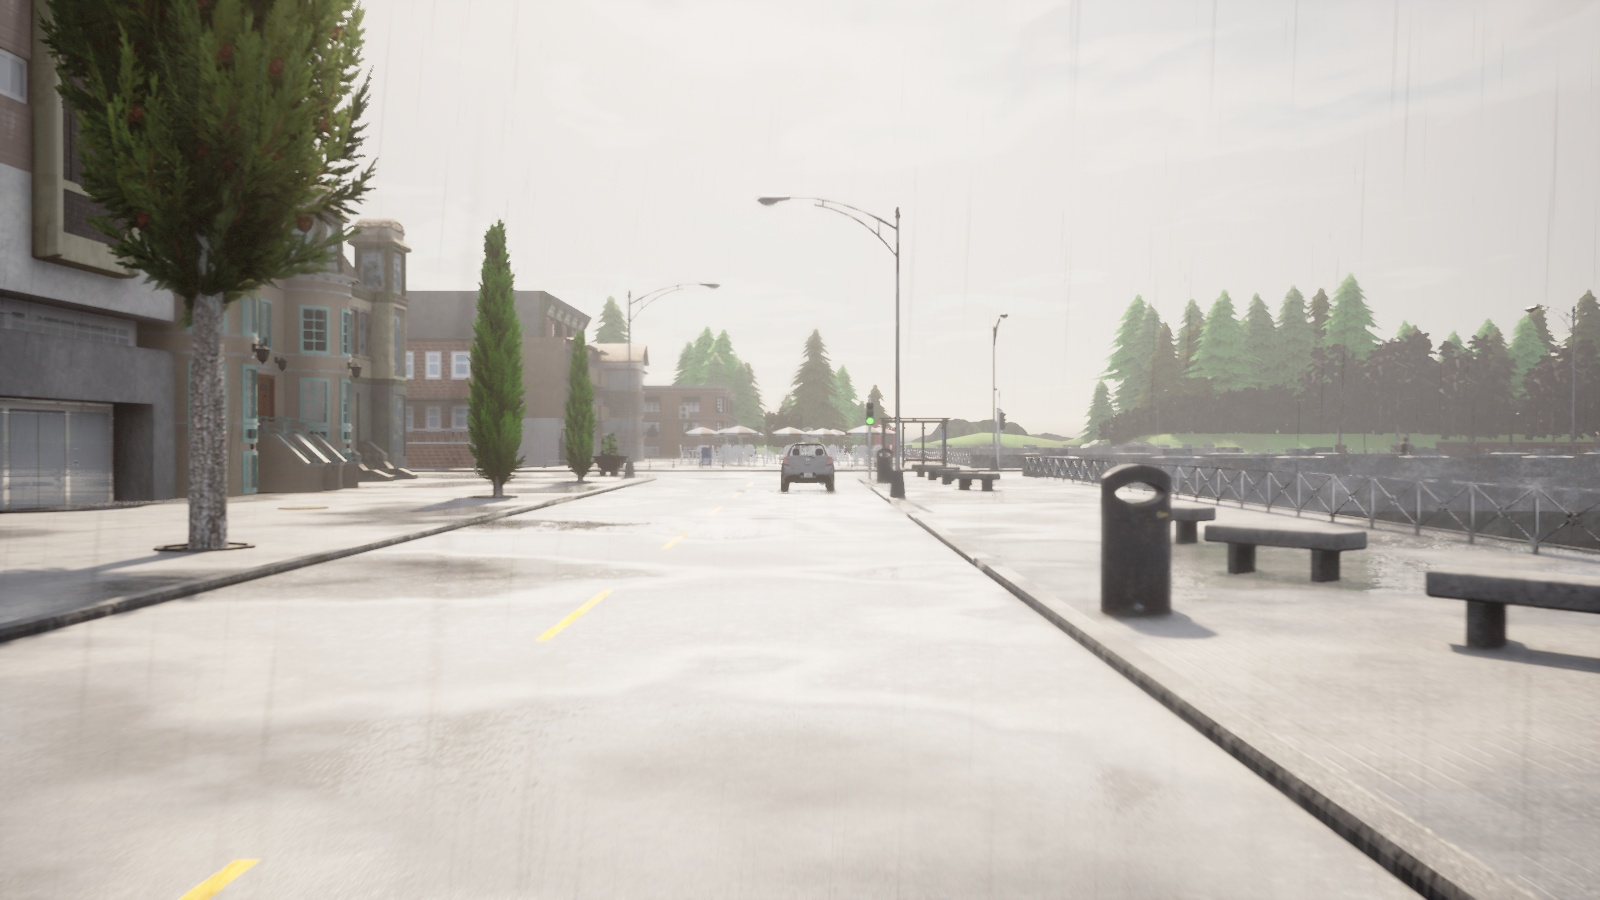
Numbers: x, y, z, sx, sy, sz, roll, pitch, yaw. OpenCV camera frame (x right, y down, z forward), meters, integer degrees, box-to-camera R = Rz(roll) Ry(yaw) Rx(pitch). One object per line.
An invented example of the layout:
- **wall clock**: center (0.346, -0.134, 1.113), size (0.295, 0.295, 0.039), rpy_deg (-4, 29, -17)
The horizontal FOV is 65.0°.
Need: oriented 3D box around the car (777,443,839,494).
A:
- **car**: center (0.236, 0.541, 39.163), size (1.845, 1.501, 3.633), rpy_deg (0, 0, 0)
